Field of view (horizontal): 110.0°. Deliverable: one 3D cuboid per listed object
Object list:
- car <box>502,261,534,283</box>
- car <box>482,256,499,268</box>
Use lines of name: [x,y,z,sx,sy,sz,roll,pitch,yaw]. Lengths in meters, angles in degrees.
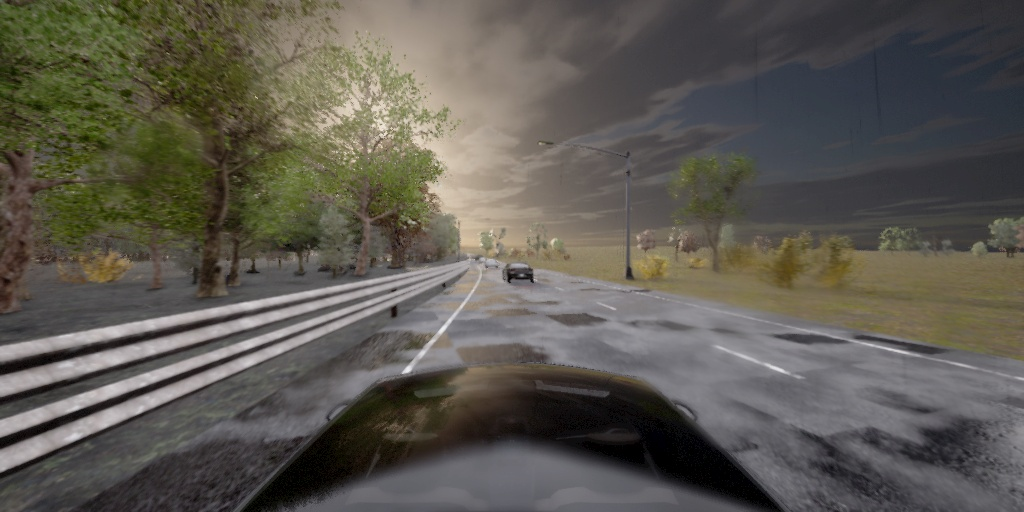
car: [0.361,1.143,26.536,1.882,1.535,5.008,0,0,-7]
car: [-3.257,1.079,55.610,1.812,1.442,4.674,0,0,-7]
